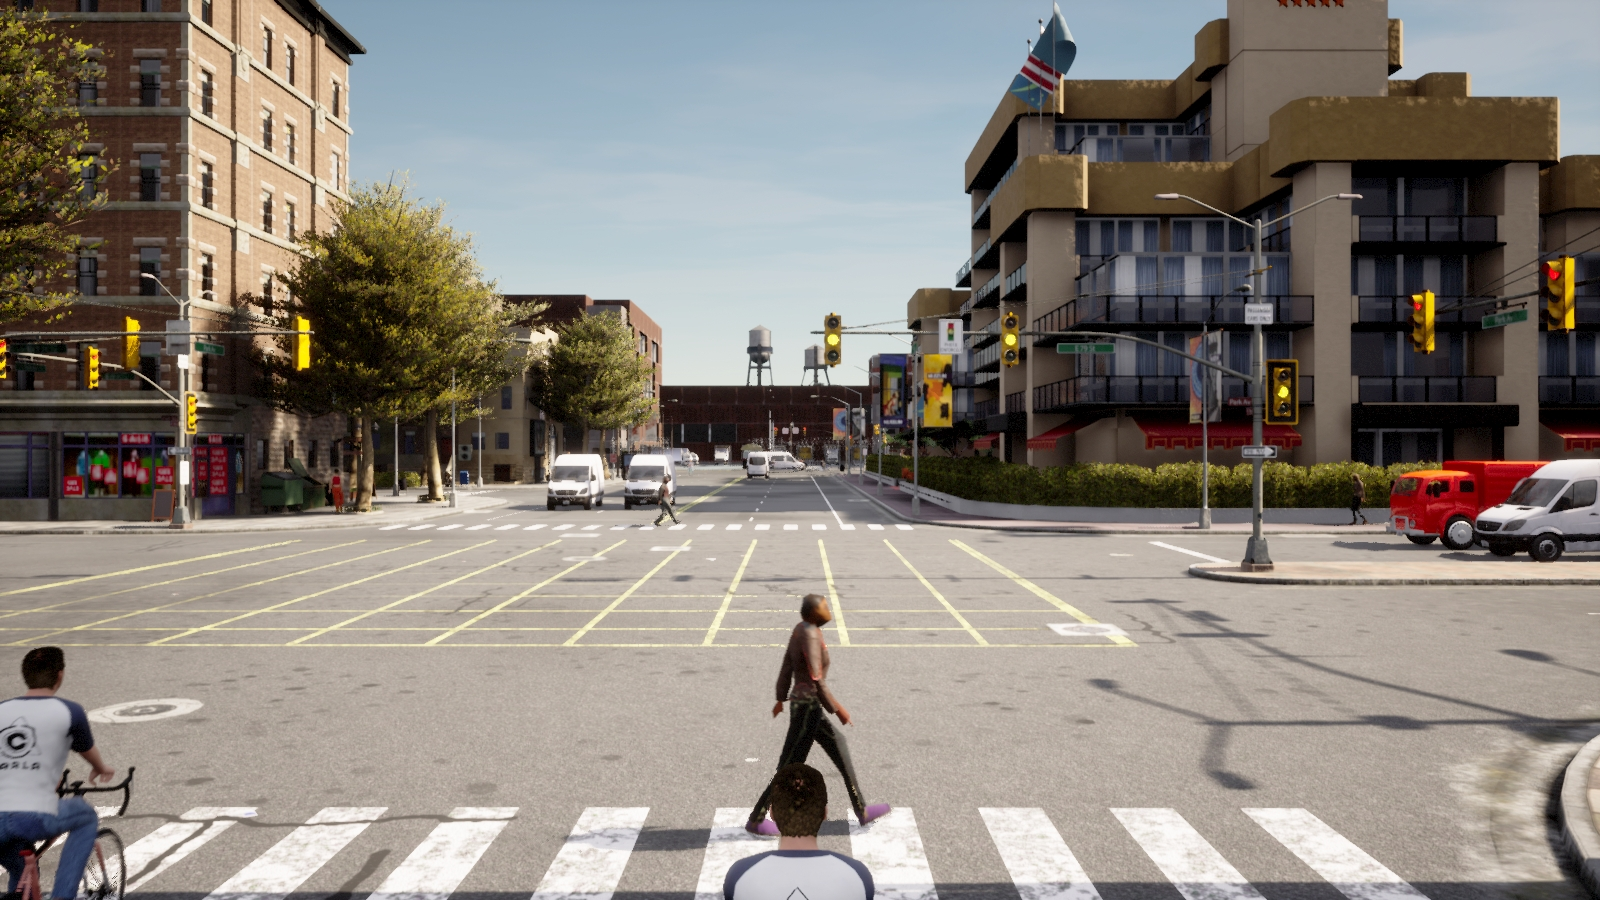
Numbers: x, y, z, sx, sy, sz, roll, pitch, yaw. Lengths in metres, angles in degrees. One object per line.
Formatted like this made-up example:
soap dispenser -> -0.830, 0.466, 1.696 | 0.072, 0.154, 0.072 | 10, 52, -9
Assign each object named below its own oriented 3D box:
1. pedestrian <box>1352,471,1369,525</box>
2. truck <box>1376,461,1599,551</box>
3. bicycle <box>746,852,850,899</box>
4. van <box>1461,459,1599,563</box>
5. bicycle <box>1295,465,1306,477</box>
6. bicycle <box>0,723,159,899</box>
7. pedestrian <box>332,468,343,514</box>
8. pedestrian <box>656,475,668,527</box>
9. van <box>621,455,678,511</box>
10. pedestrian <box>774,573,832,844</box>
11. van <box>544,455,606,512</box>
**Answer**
pedestrian -> 19.520, 1.680, 39.800 | 0.375, 1.860, 0.375 | 0, 0, -2
truck -> 19.797, 1.555, 32.782 | 5.204, 2.467, 2.627 | 0, 0, 0
bicycle -> -0.005, 2.204, 3.738 | 0.373, 1.196, 1.643 | 0, 0, 0
van -> 20.477, 1.522, 29.275 | 5.915, 2.561, 1.988 | 0, 0, 0
bicycle -> 51.287, 2.164, 117.072 | 0.329, 1.171, 1.835 | 0, 0, 1
bicycle -> -3.860, 2.203, 5.912 | 0.373, 1.196, 1.643 | 0, 0, -8
pedestrian -> -19.061, 1.677, 47.075 | 0.375, 1.860, 0.375 | 0, 0, -12
pedestrian -> -4.964, 1.833, 41.079 | 0.375, 1.860, 0.375 | 0, 0, 6
van -> -7.239, 1.512, 55.576 | 1.988, 2.561, 5.915 | 0, 0, 0
pedestrian -> 0.017, 1.845, 8.263 | 0.375, 1.860, 0.375 | 0, 0, -6
van -> -10.709, 1.512, 54.771 | 1.988, 2.561, 5.915 | 0, 0, -2
